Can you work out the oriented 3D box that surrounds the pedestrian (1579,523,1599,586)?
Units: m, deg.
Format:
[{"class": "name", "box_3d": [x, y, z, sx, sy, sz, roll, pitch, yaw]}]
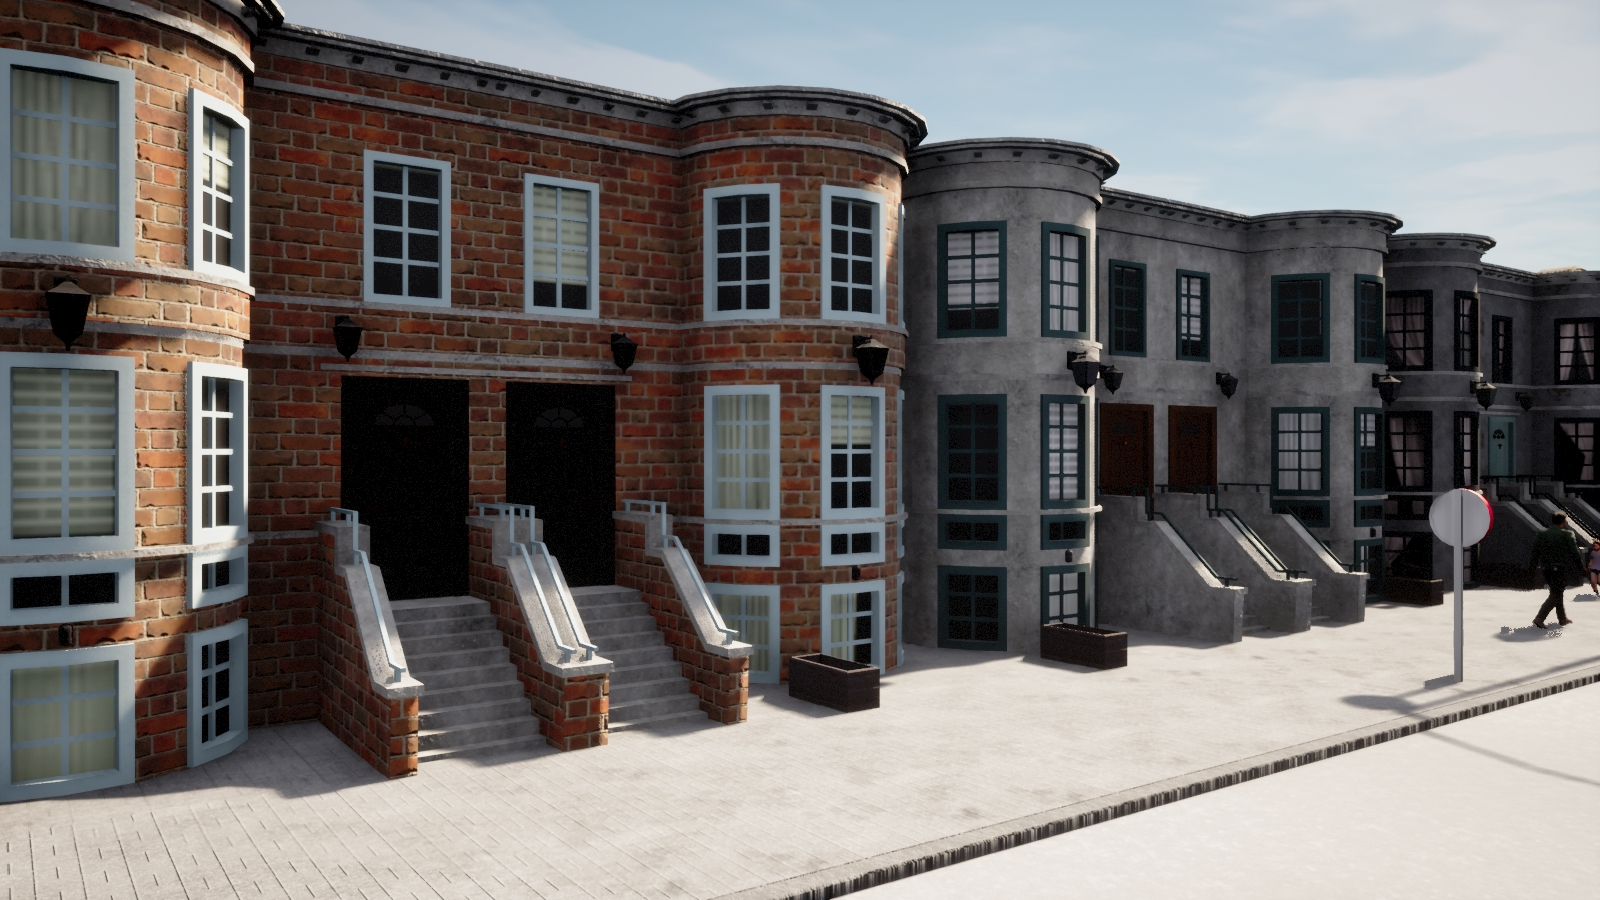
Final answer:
[{"class": "pedestrian", "box_3d": [14.608, 1.904, 20.835, 0.500, 1.100, 0.500, 0, 0, -28]}]

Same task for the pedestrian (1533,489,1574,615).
[{"class": "pedestrian", "box_3d": [11.350, 1.524, 17.202, 0.375, 1.860, 0.375, 0, 0, -25]}]
